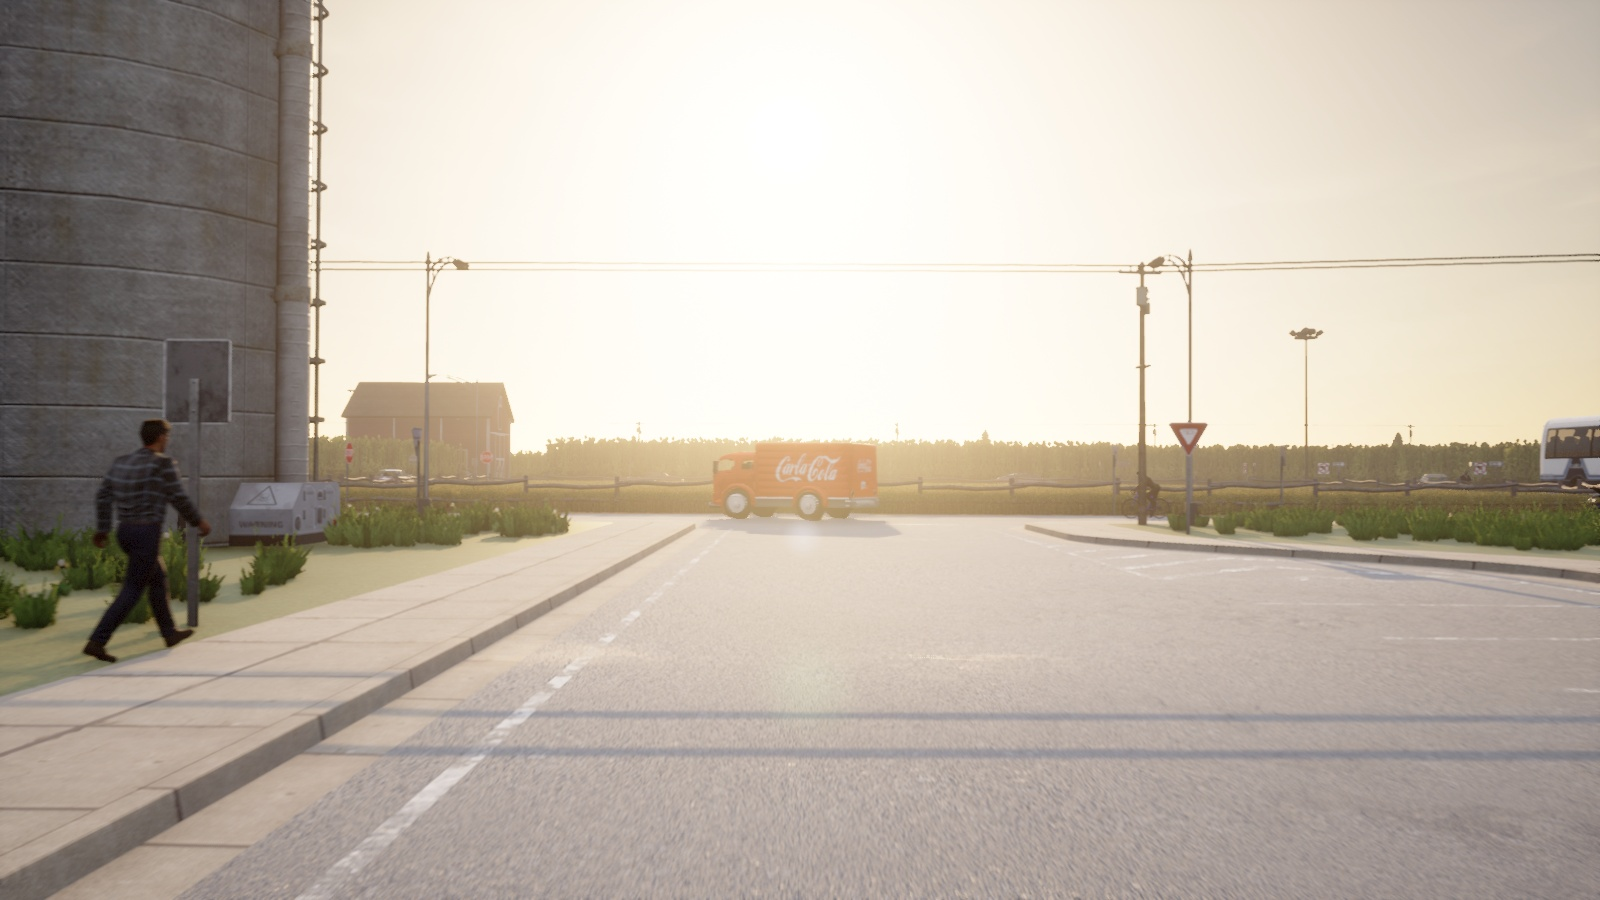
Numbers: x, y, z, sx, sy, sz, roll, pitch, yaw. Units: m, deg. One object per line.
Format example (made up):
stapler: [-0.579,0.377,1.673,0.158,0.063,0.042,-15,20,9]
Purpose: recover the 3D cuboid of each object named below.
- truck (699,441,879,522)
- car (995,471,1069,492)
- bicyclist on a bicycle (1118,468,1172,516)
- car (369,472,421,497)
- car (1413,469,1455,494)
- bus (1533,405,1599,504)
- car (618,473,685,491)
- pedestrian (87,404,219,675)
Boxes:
truck: [-0.347,1.010,40.714,5.204,2.467,2.627,-1,-1,25]
car: [16.364,2.228,88.722,4.792,1.488,2.163,0,-1,1]
bicyclist on a bicycle: [11.791,1.438,42.895,1.656,1.620,0.582,-1,-1,1]
car: [-25.186,2.116,78.207,1.970,1.475,3.806,0,-1,1]
car: [39.709,1.952,78.703,1.789,1.549,3.705,-1,-1,18]
bus: [36.309,0.187,53.381,3.944,4.253,10.273,0,-1,-2]
car: [-10.887,2.342,92.335,4.718,1.301,1.895,0,-1,1]
pedestrian: [-4.875,0.648,9.489,0.423,1.949,0.788,-1,-1,24]
